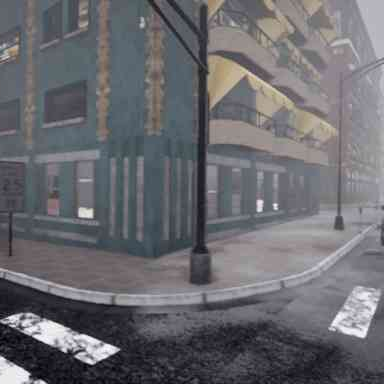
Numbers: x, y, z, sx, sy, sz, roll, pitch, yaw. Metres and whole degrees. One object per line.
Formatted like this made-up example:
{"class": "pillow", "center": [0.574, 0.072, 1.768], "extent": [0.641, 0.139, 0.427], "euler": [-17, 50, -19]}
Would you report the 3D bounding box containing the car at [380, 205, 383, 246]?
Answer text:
{"class": "car", "center": [8.587, 1.030, 12.802], "extent": [2.192, 1.841, 5.009], "euler": [2, 2, 35]}
